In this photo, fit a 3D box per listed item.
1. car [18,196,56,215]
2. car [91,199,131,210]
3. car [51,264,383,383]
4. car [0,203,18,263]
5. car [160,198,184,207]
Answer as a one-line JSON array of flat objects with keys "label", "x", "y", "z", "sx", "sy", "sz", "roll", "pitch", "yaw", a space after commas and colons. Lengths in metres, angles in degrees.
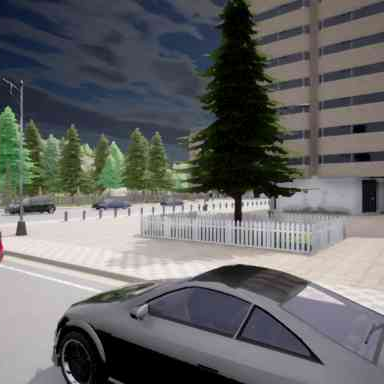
[{"label": "car", "x": -16.246, "y": 1.352, "z": 33.606, "sx": 2.097, "sy": 1.767, "sz": 4.553, "roll": 0, "pitch": 0, "yaw": 35}, {"label": "car", "x": -10.113, "y": 1.547, "z": 42.220, "sx": 2.033, "sy": 1.411, "sz": 5.357, "roll": 0, "pitch": 0, "yaw": 36}, {"label": "car", "x": 0.306, "y": 1.564, "z": 3.774, "sx": 4.181, "sy": 1.385, "sz": 1.994, "roll": 0, "pitch": 0, "yaw": 35}, {"label": "car", "x": -7.383, "y": 1.221, "z": 9.207, "sx": 5.566, "sy": 2.045, "sz": 2.150, "roll": 0, "pitch": 0, "yaw": 36}, {"label": "car", "x": -3.153, "y": 1.564, "z": 51.957, "sx": 1.994, "sy": 1.385, "sz": 4.181, "roll": 0, "pitch": 0, "yaw": 36}]
